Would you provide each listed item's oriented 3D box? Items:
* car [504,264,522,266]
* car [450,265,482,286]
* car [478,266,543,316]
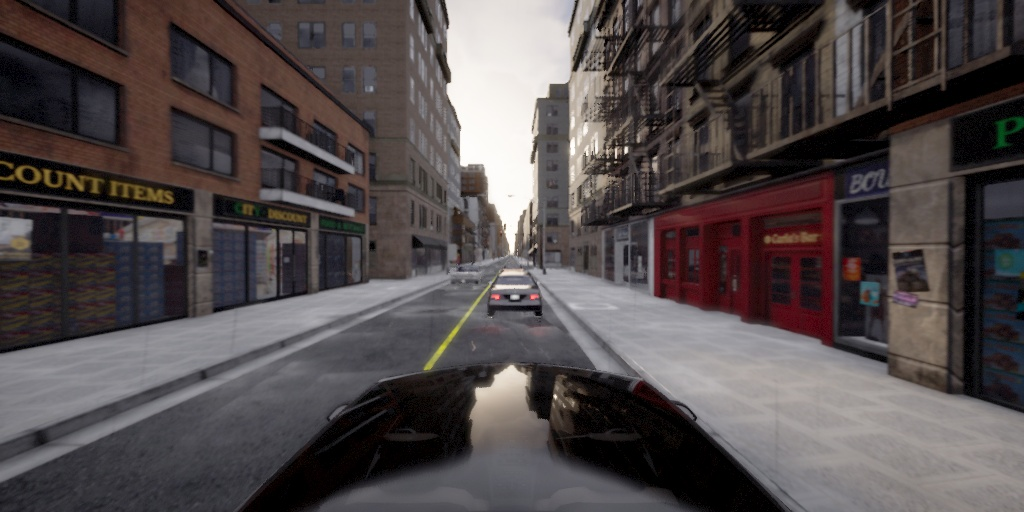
[{"bbox_3d":[0.091,1.311,30.378,1.895,1.301,4.718,0,0,0],"label":"car"},{"bbox_3d":[-3.103,1.320,25.251,1.895,1.301,4.718,0,0,0],"label":"car"},{"bbox_3d":[0.093,1.282,13.326,2.033,1.411,5.357,0,0,0],"label":"car"}]
